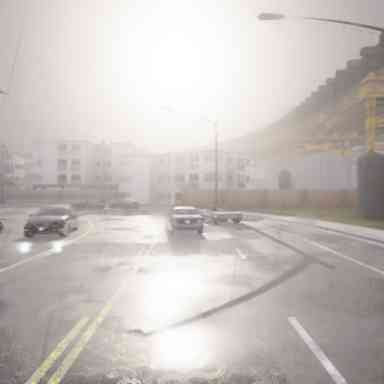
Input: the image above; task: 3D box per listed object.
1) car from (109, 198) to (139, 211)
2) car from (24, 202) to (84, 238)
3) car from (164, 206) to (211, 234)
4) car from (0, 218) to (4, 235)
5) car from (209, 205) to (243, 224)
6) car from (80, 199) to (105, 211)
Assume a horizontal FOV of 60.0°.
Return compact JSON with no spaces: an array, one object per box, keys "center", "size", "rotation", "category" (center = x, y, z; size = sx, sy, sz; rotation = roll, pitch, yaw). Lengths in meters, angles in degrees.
[{"center":[-8.249,1.463,40.400],"size":[4.674,1.442,1.812],"rotation":[0,0,44],"category":"car"},{"center":[-7.314,1.479,17.758],"size":[1.837,1.490,4.892],"rotation":[0,0,-8],"category":"car"},{"center":[-0.521,1.518,18.956],"size":[2.033,1.411,5.357],"rotation":[0,0,-7],"category":"car"},{"center":[-10.701,1.540,15.633],"size":[1.994,1.385,4.181],"rotation":[0,0,-4],"category":"car"},{"center":[1.934,1.563,24.080],"size":[1.895,1.301,4.718],"rotation":[0,0,-14],"category":"car"},{"center":[-12.459,1.539,39.529],"size":[4.718,1.301,1.895],"rotation":[0,0,39],"category":"car"}]
